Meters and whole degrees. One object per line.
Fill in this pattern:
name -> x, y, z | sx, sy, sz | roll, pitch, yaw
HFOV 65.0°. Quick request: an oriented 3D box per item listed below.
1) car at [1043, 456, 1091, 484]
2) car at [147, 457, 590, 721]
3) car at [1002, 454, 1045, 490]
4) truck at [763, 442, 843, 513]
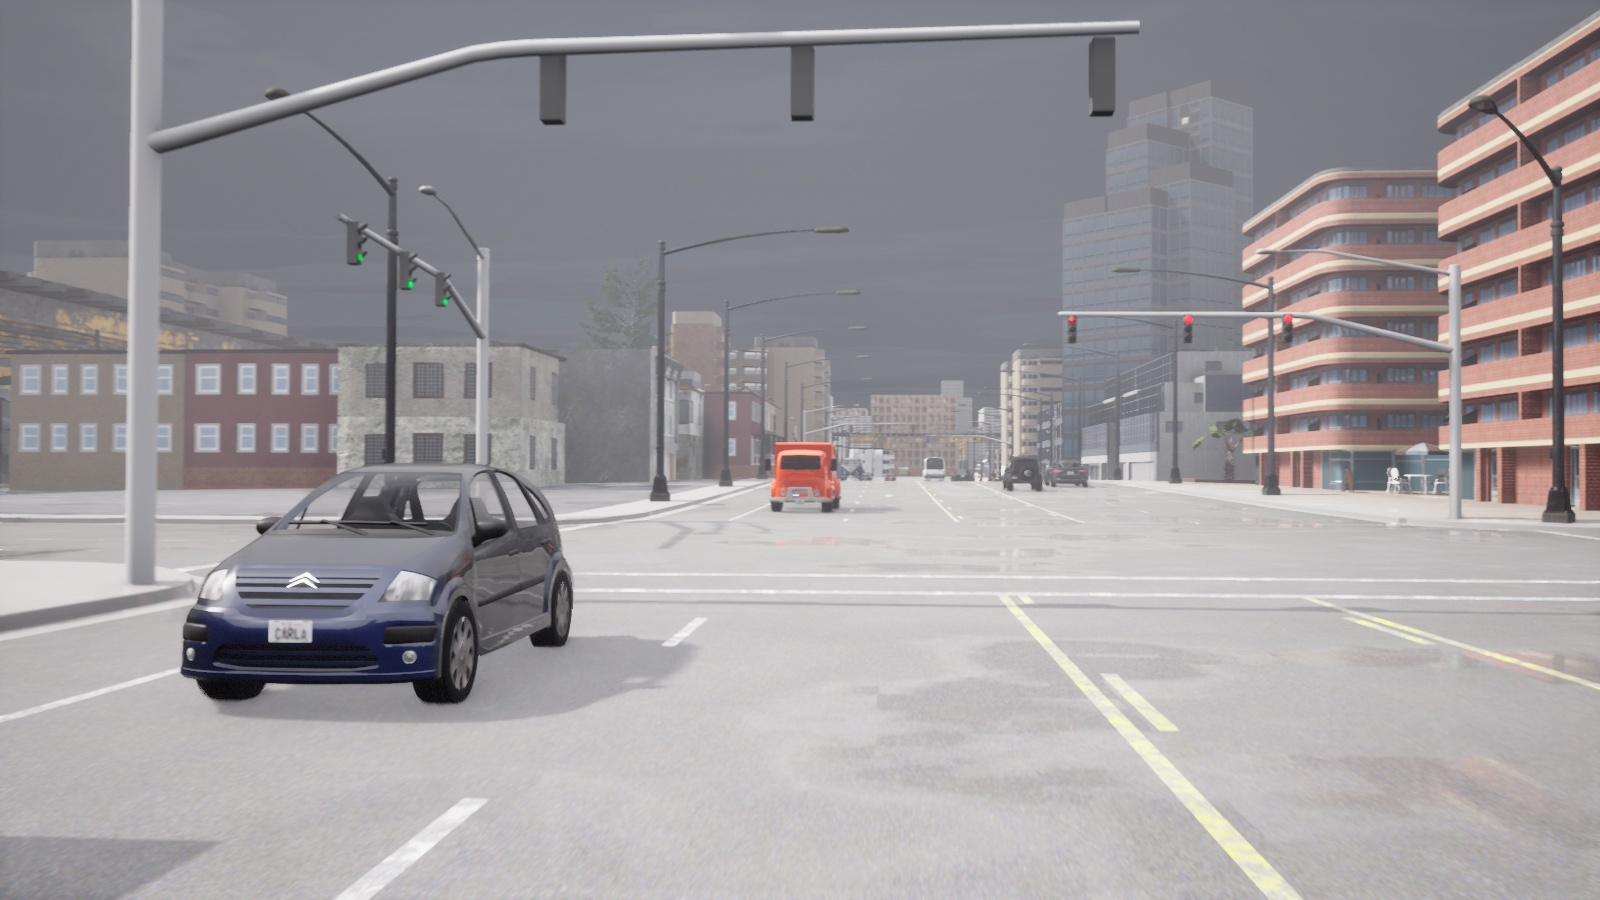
car -> 16.445, 1.220, 77.546 | 2.242, 1.667, 4.611 | 0, 0, 4
car -> -3.001, 0.886, 9.730 | 1.851, 1.617, 3.988 | 0, -1, 4
car -> 12.396, 1.197, 69.826 | 1.905, 1.878, 3.866 | 0, 0, 4
truck -> 0.193, 0.961, 45.953 | 2.627, 2.467, 5.204 | 0, 0, 4
